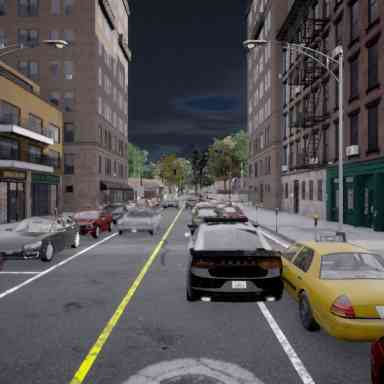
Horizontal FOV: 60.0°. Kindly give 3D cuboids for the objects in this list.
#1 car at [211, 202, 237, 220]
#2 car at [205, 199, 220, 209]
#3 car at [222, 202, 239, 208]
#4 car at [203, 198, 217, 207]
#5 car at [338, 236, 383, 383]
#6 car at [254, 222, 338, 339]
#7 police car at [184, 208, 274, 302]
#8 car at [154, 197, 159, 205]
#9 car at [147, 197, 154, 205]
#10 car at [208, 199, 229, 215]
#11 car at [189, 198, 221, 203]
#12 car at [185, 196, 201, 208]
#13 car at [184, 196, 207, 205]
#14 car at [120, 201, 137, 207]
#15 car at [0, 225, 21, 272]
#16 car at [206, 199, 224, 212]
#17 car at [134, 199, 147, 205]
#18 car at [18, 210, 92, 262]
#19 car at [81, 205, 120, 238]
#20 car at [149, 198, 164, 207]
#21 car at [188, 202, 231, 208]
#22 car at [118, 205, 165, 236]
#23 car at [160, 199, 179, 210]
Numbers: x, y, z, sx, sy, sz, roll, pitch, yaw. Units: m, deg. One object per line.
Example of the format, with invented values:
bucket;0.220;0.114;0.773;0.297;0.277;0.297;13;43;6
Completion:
car;2.664;1.584;28.547;1.802;1.307;4.206;0;0;0
car;2.680;1.596;45.102;1.802;1.307;4.206;0;0;0
car;2.660;1.583;23.029;1.802;1.307;4.206;0;0;0
car;2.685;1.585;50.621;1.947;1.339;4.313;0;0;0
car;2.639;1.315;0.956;2.192;1.841;5.009;0;0;0
car;2.640;1.525;6.643;1.752;1.417;4.829;0;0;0
police car;0.833;1.425;8.435;1.930;1.638;5.238;0;0;0
car;-5.351;1.535;39.419;1.752;1.417;4.829;0;0;0
car;-5.356;1.446;34.070;1.967;1.590;4.097;0;0;0
car;2.670;1.531;34.236;1.752;1.417;4.829;0;0;0
car;0.848;1.457;24.515;1.801;1.575;5.366;0;0;0
car;0.061;1.507;46.231;2.128;1.511;4.902;0;0;1
car;0.685;1.502;59.502;1.882;1.535;5.008;0;0;27
car;-5.366;1.567;23.033;1.947;1.339;4.313;0;0;0
car;-5.381;1.582;6.476;1.802;1.307;4.206;0;0;0
car;2.675;1.554;39.584;1.887;1.381;4.507;0;0;0
car;-5.360;1.553;28.551;2.008;1.369;4.403;0;0;0
car;-5.376;1.551;11.995;2.008;1.369;4.403;0;0;0
car;-5.371;1.545;17.514;1.887;1.381;4.507;0;0;0
car;-5.340;1.600;50.627;1.802;1.307;4.206;0;0;0
car;0.842;1.526;18.325;1.812;1.442;4.674;0;0;0
car;-2.829;1.601;18.564;1.895;1.301;4.718;0;0;0
car;-2.709;1.577;43.803;1.994;1.385;4.181;0;0;0
